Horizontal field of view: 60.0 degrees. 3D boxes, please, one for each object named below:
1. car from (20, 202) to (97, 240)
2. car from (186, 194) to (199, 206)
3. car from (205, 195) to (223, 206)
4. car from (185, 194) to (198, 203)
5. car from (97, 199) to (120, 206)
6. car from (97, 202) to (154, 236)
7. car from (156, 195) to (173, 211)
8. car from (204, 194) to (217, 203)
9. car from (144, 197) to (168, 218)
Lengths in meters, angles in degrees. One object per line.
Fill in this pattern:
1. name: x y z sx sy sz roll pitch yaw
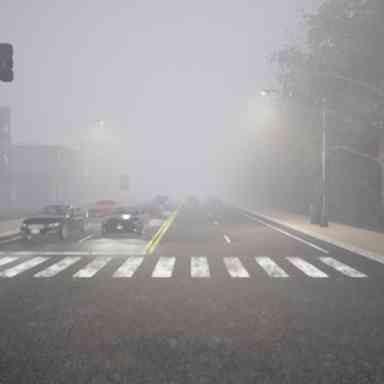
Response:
1. car: -6.612 1.381 16.468 2.128 1.511 4.902 0 0 0
2. car: 0.066 1.276 48.177 1.895 1.301 4.718 0 0 0
3. car: 3.320 1.277 48.006 1.895 1.301 4.718 0 0 0
4. car: -0.033 1.100 57.942 2.128 1.511 4.902 0 0 0
5. car: -6.614 1.303 25.971 1.882 1.535 5.008 0 0 0
6. car: -3.362 1.446 17.455 1.994 1.385 4.181 0 0 0
7. car: -3.355 1.101 37.246 2.097 1.767 4.553 0 0 1
8. car: 3.214 1.155 58.023 2.033 1.411 5.357 0 0 0
9. car: -3.362 1.379 27.415 1.994 1.385 4.181 0 0 0
